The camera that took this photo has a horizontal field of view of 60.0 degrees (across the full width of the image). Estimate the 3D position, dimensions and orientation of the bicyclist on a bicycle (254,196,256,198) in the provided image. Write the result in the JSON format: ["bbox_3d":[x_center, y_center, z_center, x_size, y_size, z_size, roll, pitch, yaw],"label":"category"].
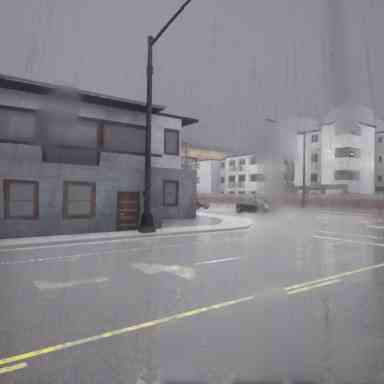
[{"bbox_3d":[9.058,1.338,47.874,0.582,1.620,1.656,2,0,44],"label":"bicyclist on a bicycle"}]

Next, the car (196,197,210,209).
[{"bbox_3d":[0.027,1.286,40.927,4.674,1.442,1.812,2,0,41],"label":"car"}]

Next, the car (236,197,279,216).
[{"bbox_3d":[6.590,1.358,33.599,2.097,1.767,4.553,1,0,-38],"label":"car"}]
